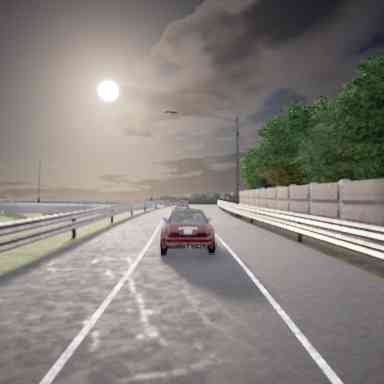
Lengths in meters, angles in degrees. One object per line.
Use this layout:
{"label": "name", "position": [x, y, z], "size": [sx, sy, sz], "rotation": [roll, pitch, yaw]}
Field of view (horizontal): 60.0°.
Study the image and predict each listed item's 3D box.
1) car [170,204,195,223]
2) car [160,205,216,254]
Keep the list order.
{"label": "car", "position": [-0.845, 1.855, 29.493], "size": [1.994, 1.385, 4.181], "rotation": [0, 0, -2]}
{"label": "car", "position": [-0.207, 1.493, 14.247], "size": [2.097, 1.767, 4.553], "rotation": [0, -1, -2]}
